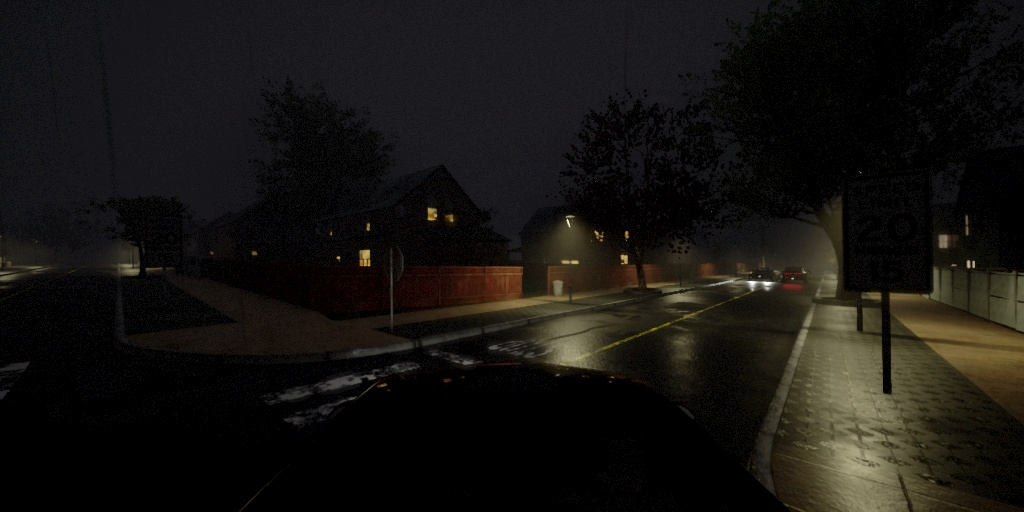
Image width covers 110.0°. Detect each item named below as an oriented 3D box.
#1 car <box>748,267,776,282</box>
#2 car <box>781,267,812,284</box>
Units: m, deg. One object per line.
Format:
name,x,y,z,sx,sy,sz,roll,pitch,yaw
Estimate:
car,25.855,1.871,37.018,1.994,1.385,4.181,-1,-1,42
car,26.145,1.746,33.103,1.837,1.490,4.892,-1,-1,42
